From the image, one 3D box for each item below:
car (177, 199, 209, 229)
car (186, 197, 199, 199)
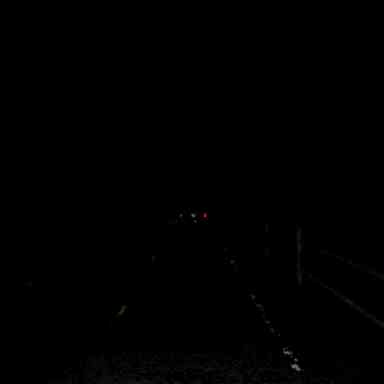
[{"bbox_3d":[0.078,1.590,23.681,2.097,1.767,4.553,0,-1,0],"label":"car"},{"bbox_3d":[0.053,1.625,40.671,2.150,2.045,5.566,0,-1,1],"label":"car"}]
